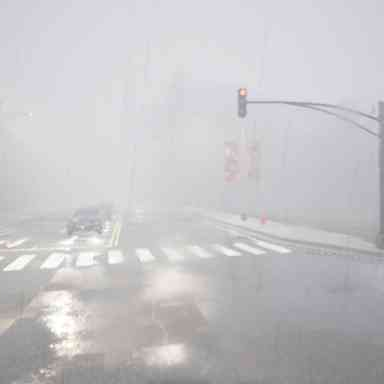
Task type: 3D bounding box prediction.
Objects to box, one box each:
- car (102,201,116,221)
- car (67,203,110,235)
[{"bbox_3d":[-8.100,1.790,29.672,1.994,1.385,4.181,-1,0,-11],"label":"car"},{"bbox_3d":[-6.219,1.647,19.999,1.837,1.490,4.892,-1,0,-10],"label":"car"}]
